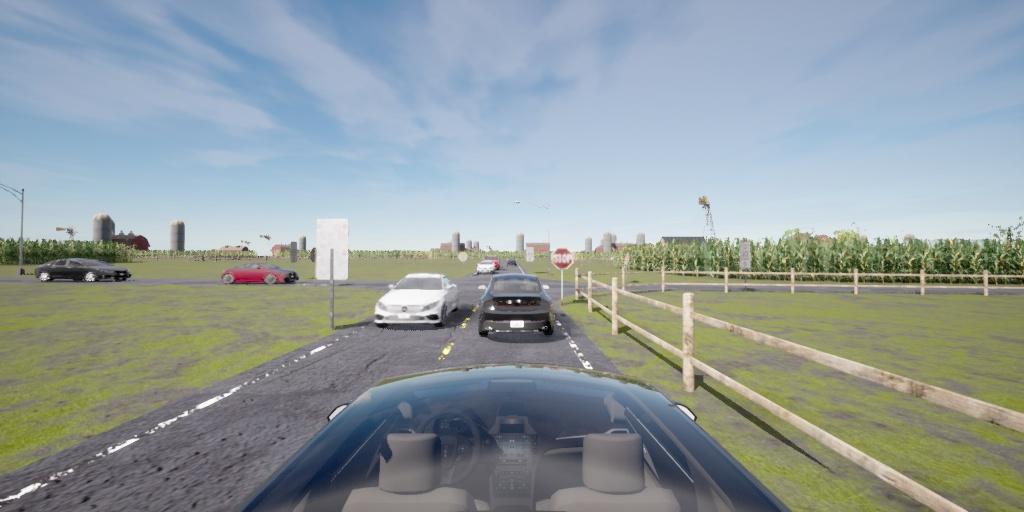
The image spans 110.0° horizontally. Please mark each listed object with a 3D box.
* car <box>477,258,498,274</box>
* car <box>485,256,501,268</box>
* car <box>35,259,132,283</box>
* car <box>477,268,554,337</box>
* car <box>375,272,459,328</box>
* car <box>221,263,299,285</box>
[{"bbox_3d":[-2.880,1.260,40.568,1.812,1.442,4.674,0,0,0],"label":"car"},{"bbox_3d":[-2.889,0.947,50.510,2.150,2.045,5.566,0,0,0],"label":"car"},{"bbox_3d":[-27.786,0.948,23.306,4.892,1.490,1.837,0,-1,0],"label":"car"},{"bbox_3d":[0.065,1.256,10.345,1.837,1.490,4.892,0,0,-1],"label":"car"},{"bbox_3d":[-2.798,1.276,11.505,1.812,1.442,4.674,0,0,-1],"label":"car"},{"bbox_3d":[-16.260,1.125,23.266,4.181,1.385,1.994,1,-1,-1],"label":"car"}]
